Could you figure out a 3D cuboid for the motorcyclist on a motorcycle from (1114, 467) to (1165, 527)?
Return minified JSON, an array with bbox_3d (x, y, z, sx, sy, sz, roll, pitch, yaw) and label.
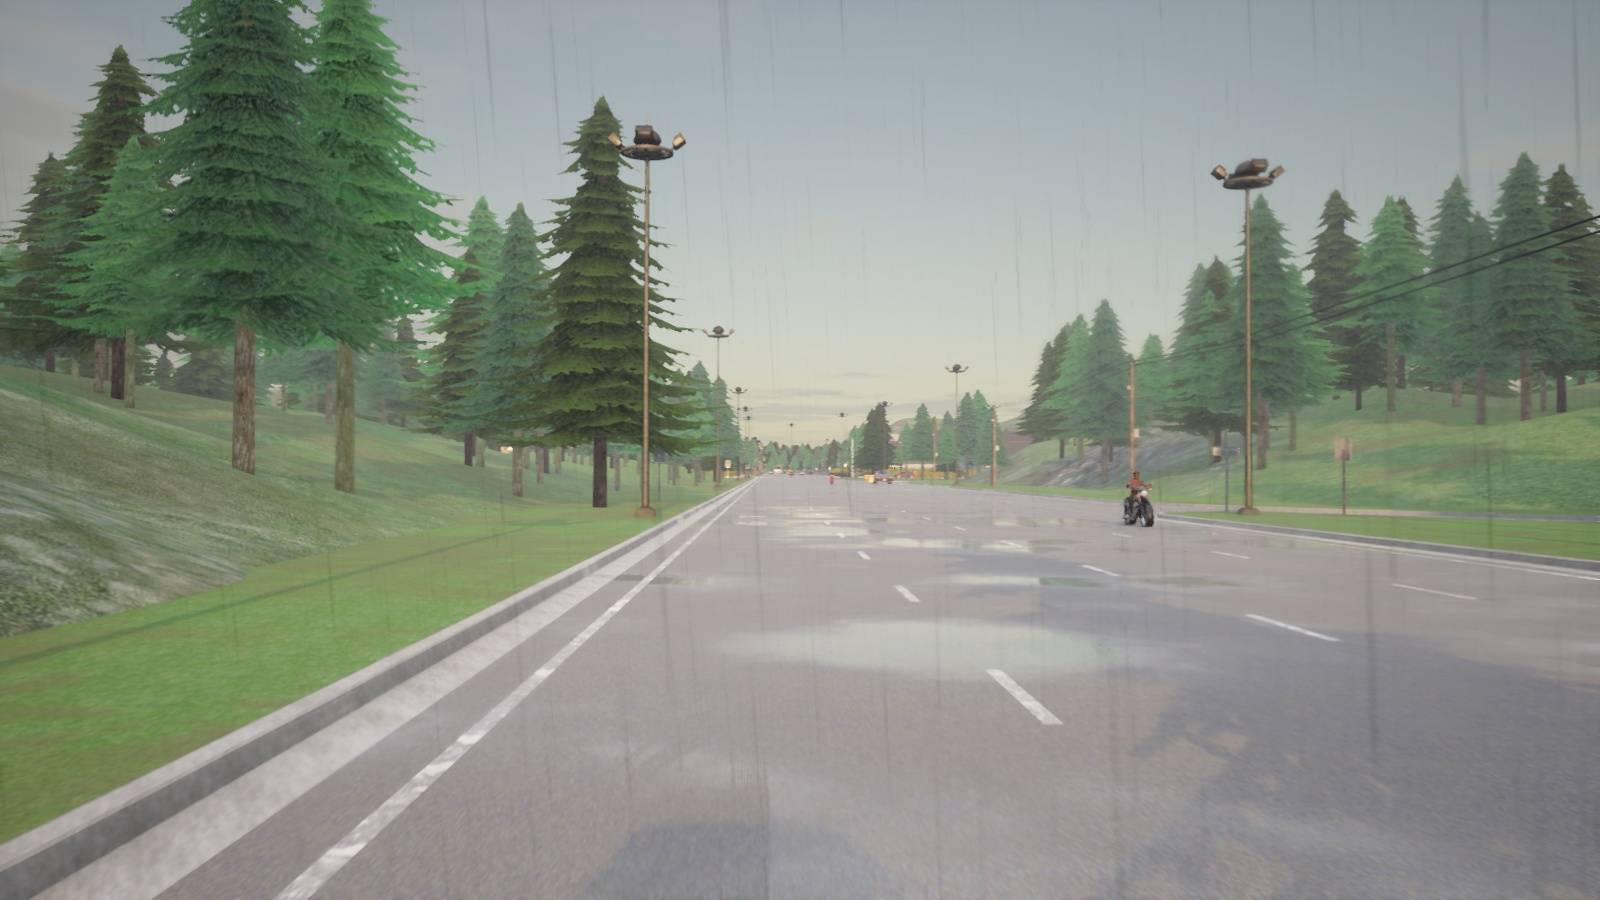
[{"bbox_3d":[9.618,1.317,35.673,0.766,1.649,2.350,0,-1,-1],"label":"motorcyclist on a motorcycle"}]
